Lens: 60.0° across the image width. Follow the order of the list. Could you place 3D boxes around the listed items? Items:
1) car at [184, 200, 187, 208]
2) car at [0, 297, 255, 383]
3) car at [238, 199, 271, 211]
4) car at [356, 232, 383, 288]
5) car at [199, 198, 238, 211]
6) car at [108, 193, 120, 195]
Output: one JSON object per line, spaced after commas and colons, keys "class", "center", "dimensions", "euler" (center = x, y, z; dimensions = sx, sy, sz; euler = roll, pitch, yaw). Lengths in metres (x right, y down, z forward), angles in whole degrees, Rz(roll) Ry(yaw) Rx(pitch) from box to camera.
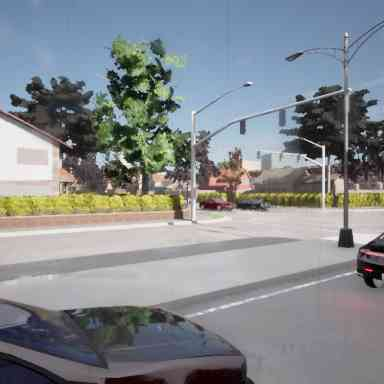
{"class": "car", "center": [-2.518, 1.352, 47.708], "dimensions": [2.097, 1.767, 4.553], "euler": [0, 0, -36]}
{"class": "car", "center": [-2.019, 1.547, 2.308], "dimensions": [5.357, 1.411, 2.033], "euler": [0, 0, -35]}
{"class": "car", "center": [7.156, 1.547, 40.700], "dimensions": [2.033, 1.411, 5.357], "euler": [0, 0, -36]}
{"class": "car", "center": [5.897, 1.492, 7.997], "dimensions": [4.902, 1.511, 2.128], "euler": [0, 0, -35]}
{"class": "car", "center": [2.896, 1.478, 40.265], "dimensions": [1.882, 1.535, 5.008], "euler": [0, 0, -36]}
{"class": "car", "center": [-14.769, 1.221, 64.650], "dimensions": [2.150, 2.045, 5.566], "euler": [0, 0, -35]}
